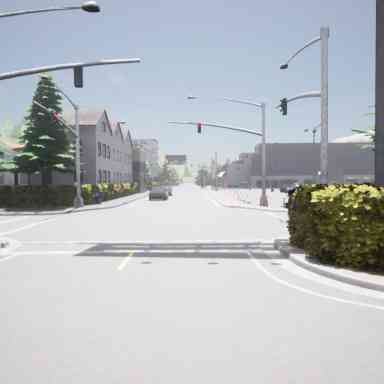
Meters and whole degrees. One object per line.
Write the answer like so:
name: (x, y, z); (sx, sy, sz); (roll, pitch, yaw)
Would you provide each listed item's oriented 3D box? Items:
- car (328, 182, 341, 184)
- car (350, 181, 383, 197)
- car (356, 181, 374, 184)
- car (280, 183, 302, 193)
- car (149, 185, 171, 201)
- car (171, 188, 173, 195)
car: (25.149, -1.045, 59.569); (2.152, 1.636, 5.027); (-1, 2, -1)
car: (22.148, -0.468, 42.170); (1.932, 1.855, 4.605); (-1, 2, -1)
car: (18.924, -0.181, 34.282); (1.905, 1.878, 3.866); (-1, 2, -1)
car: (15.130, -0.536, 52.129); (2.007, 1.523, 4.514); (-1, 2, -1)
car: (-3.819, 0.131, 38.339); (1.882, 1.535, 5.008); (-1, 2, 0)
car: (-3.864, -0.205, 48.470); (2.128, 1.511, 4.902); (-1, 2, 0)
